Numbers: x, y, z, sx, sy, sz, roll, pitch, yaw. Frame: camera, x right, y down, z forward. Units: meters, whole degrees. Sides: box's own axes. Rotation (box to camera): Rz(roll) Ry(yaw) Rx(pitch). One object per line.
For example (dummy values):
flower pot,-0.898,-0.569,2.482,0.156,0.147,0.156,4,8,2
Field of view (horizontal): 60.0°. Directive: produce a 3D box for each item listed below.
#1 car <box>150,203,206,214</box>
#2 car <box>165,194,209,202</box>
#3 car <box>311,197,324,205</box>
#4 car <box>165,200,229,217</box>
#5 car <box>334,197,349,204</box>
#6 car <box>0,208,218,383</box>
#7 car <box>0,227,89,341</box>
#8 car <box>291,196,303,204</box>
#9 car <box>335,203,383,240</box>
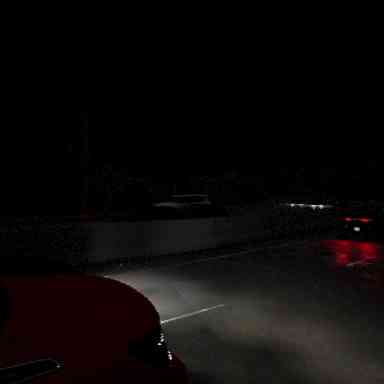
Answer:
car,-1.847,1.505,16.297,4.892,1.490,1.837,0,0,-42
car,-0.754,1.222,26.991,2.150,2.045,5.566,0,0,43
car,21.574,1.563,57.223,1.994,1.385,4.181,0,0,19
car,0.306,1.547,23.040,2.033,1.411,5.357,0,0,45
car,22.674,1.477,50.389,1.882,1.535,5.008,0,0,23
car,-2.705,1.220,1.939,5.566,2.045,2.150,0,0,-36
car,-4.327,1.504,5.127,4.892,1.490,1.837,0,0,-36
car,19.647,1.478,62.414,1.882,1.535,5.008,0,0,17
car,9.290,1.490,17.072,2.128,1.511,4.902,0,0,44
